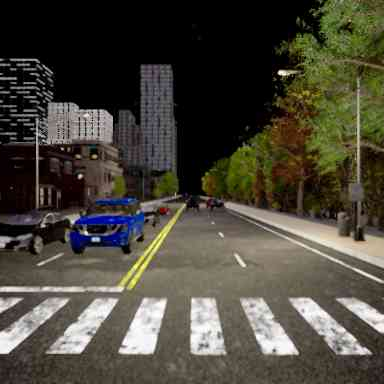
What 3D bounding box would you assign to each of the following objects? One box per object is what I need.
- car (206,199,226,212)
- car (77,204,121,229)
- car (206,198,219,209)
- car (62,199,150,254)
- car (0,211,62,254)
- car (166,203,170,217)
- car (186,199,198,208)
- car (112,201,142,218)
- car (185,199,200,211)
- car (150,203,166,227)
[{"bbox_3d":[3.359,1.783,43.902,2.128,1.511,4.902,0,0,0],"label":"car"},{"bbox_3d":[-6.595,1.666,24.101,1.837,1.490,4.892,0,0,0],"label":"car"},{"bbox_3d":[3.258,1.835,54.171,1.882,1.535,5.008,0,0,0],"label":"car"},{"bbox_3d":[-3.348,1.318,14.328,2.150,2.045,5.566,0,0,0],"label":"car"},{"bbox_3d":[-6.598,1.585,13.876,2.128,1.511,4.902,0,0,0],"label":"car"},{"bbox_3d":[-3.332,1.831,34.673,1.895,1.301,4.718,0,0,0],"label":"car"},{"bbox_3d":[0.021,1.892,55.500,1.812,1.442,4.674,0,0,0],"label":"car"},{"bbox_3d":[-6.583,1.720,34.432,2.128,1.511,4.902,0,0,0],"label":"car"},{"bbox_3d":[0.109,1.804,45.162,1.837,1.490,4.892,0,0,0],"label":"car"},{"bbox_3d":[-3.342,1.654,24.348,2.128,1.511,4.902,0,0,0],"label":"car"}]
